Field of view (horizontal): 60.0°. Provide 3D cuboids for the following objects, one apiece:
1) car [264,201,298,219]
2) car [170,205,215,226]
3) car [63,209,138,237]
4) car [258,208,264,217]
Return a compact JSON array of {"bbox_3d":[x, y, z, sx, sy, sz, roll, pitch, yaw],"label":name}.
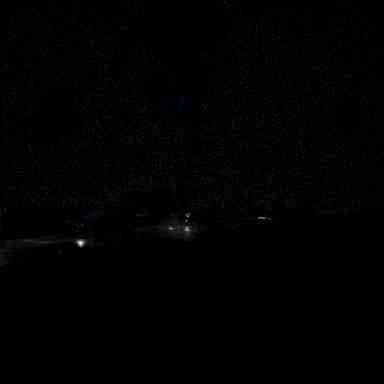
[{"bbox_3d":[10.973,2.077,39.293,2.150,2.045,5.566,-1,-2,35],"label":"car"},{"bbox_3d":[0.077,1.939,28.903,2.097,1.767,4.553,-1,-2,35],"label":"car"},{"bbox_3d":[-5.586,1.854,20.824,1.882,1.535,5.008,-1,-2,35],"label":"car"},{"bbox_3d":[10.366,2.490,43.490,1.837,1.490,4.892,-1,-3,35],"label":"car"}]
